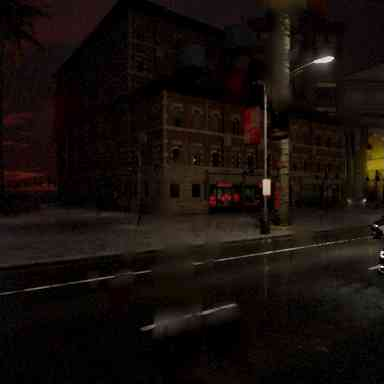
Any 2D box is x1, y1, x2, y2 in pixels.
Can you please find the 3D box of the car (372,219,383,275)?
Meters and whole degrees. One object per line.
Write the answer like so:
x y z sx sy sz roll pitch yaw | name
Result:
6.860 1.504 8.853 4.892 1.490 1.837 0 0 -35 | car

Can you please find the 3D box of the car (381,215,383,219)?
10.306 1.492 15.558 4.902 1.511 2.128 0 0 -35 | car
